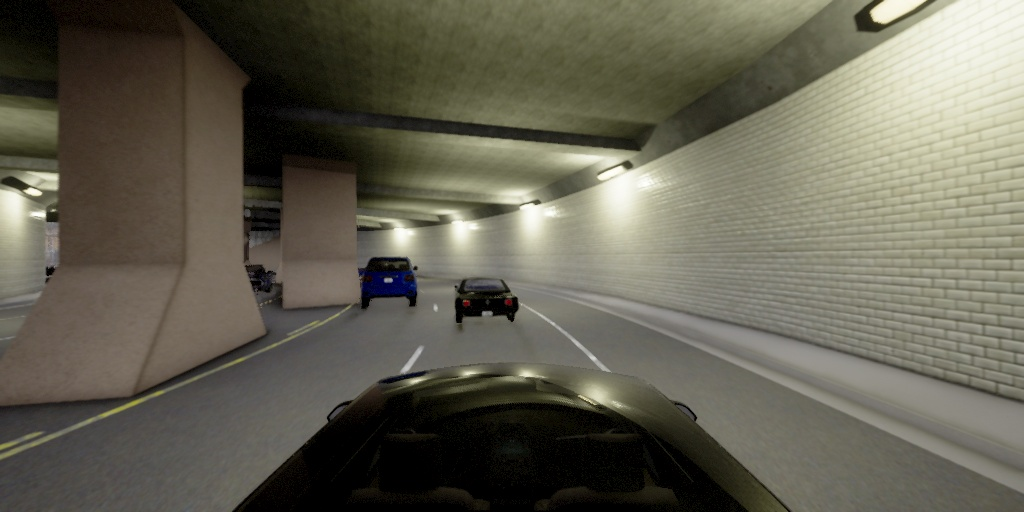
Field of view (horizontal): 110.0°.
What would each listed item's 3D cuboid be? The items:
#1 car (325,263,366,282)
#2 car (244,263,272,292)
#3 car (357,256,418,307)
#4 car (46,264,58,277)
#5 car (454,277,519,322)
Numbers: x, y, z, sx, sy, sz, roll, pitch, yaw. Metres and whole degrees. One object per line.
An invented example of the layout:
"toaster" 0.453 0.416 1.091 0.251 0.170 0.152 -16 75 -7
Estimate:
"car" -15.170 1.399 32.502 1.882 1.535 5.008 0 0 -43
"car" -15.686 1.241 21.502 2.097 1.767 4.553 0 0 -33
"car" -5.509 1.045 16.340 2.150 2.045 5.566 0 0 -17
"car" -49.922 1.603 39.866 4.902 1.511 2.128 0 0 23
"car" -1.081 1.391 12.544 1.895 1.301 4.718 0 0 -10
